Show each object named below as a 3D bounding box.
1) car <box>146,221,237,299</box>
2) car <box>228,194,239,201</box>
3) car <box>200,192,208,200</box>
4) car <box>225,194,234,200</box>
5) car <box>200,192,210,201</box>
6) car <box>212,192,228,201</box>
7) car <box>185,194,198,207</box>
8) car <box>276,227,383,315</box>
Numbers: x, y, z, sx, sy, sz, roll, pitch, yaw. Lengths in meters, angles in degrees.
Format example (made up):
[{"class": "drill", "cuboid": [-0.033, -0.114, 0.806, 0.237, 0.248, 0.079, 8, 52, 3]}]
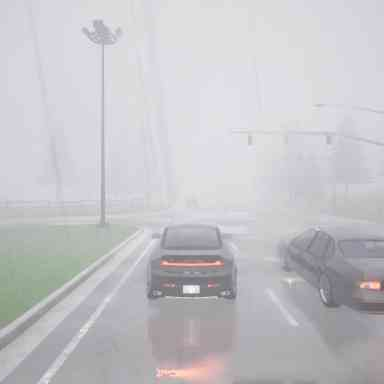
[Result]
[{"class": "car", "cuboid": [0.000, 1.505, 8.408, 1.837, 1.490, 4.892, 0, 0, 0]}, {"class": "car", "cuboid": [10.401, 1.348, 82.934, 2.097, 1.767, 4.553, 0, 0, 0]}, {"class": "car", "cuboid": [3.389, 1.057, 92.988, 2.150, 2.045, 5.566, 0, 0, 0]}, {"class": "car", "cuboid": [10.389, 1.332, 92.967, 1.837, 1.490, 4.892, 0, 0, 0]}, {"class": "car", "cuboid": [3.401, 1.348, 82.925, 2.097, 1.767, 4.553, 0, 0, 0]}, {"class": "car", "cuboid": [6.901, 1.517, 82.543, 2.128, 1.511, 4.902, 0, 0, 0]}, {"class": "car", "cuboid": [-0.062, 1.478, 51.914, 1.882, 1.535, 5.008, 0, 0, 0]}, {"class": "car", "cuboid": [3.495, 1.547, 7.853, 2.033, 1.411, 5.357, 0, 0, 0]}]
